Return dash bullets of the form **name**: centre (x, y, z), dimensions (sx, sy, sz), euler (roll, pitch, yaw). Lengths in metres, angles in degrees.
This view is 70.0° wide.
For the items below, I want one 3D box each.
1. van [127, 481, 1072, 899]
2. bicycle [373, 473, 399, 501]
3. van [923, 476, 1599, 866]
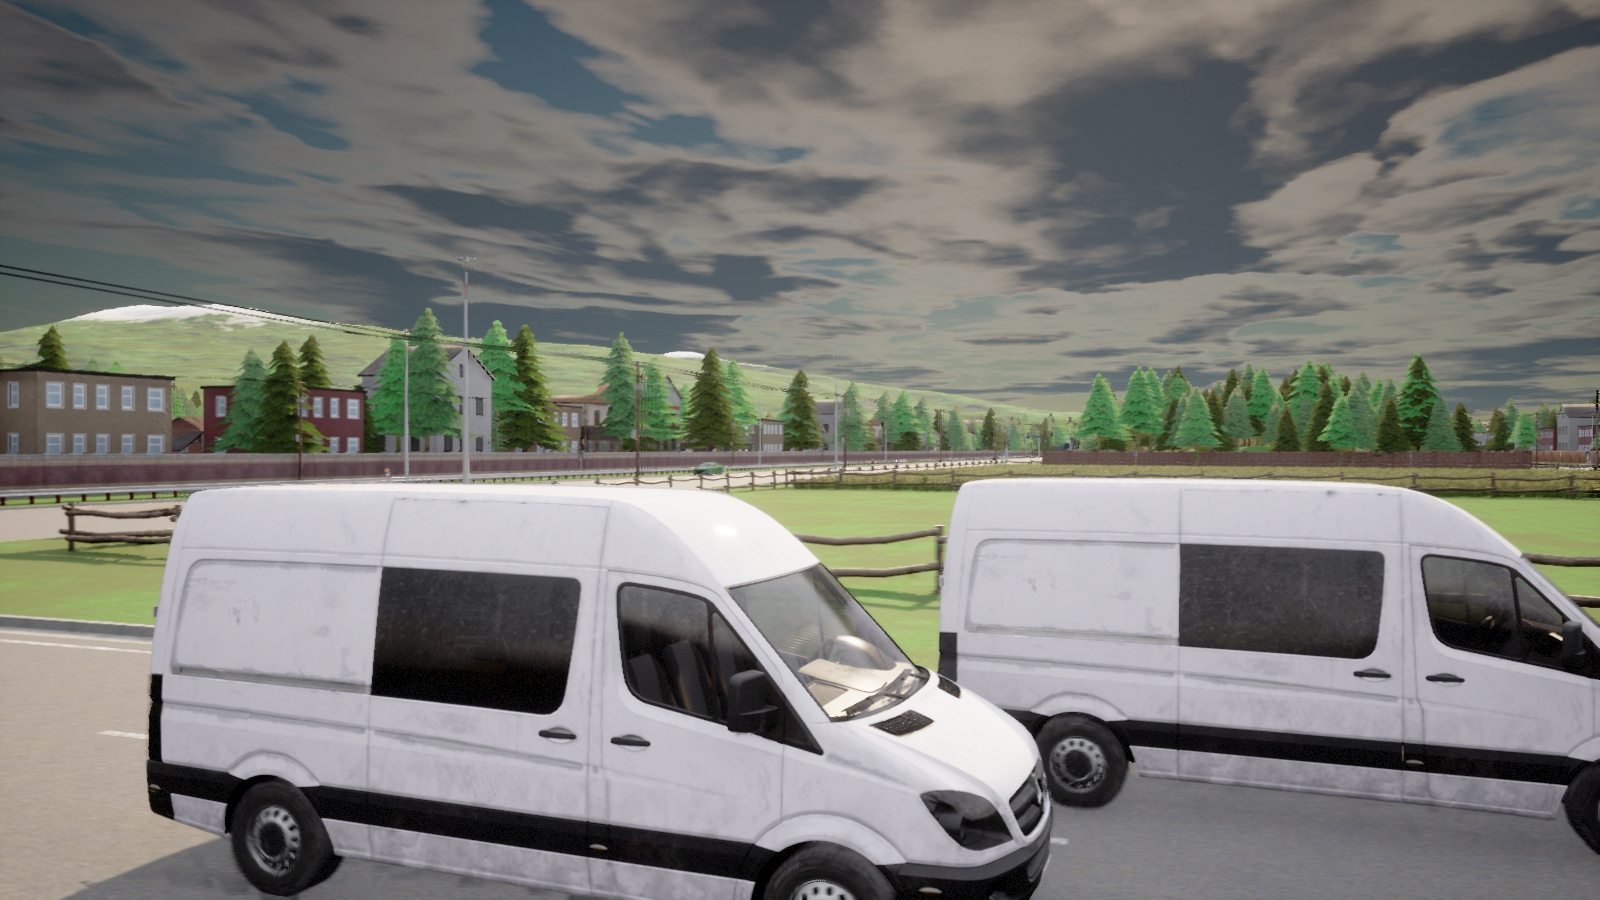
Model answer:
- **van**: centre (-1.352, 1.534, 7.513), dimensions (5.915, 2.561, 1.988), euler (0, 0, 20)
- **bicycle**: centre (-22.955, 2.057, 63.397), dimensions (0.373, 1.496, 1.643), euler (0, 0, 20)
- **van**: centre (4.126, 1.534, 9.246), dimensions (5.915, 2.561, 1.988), euler (0, 0, 20)
